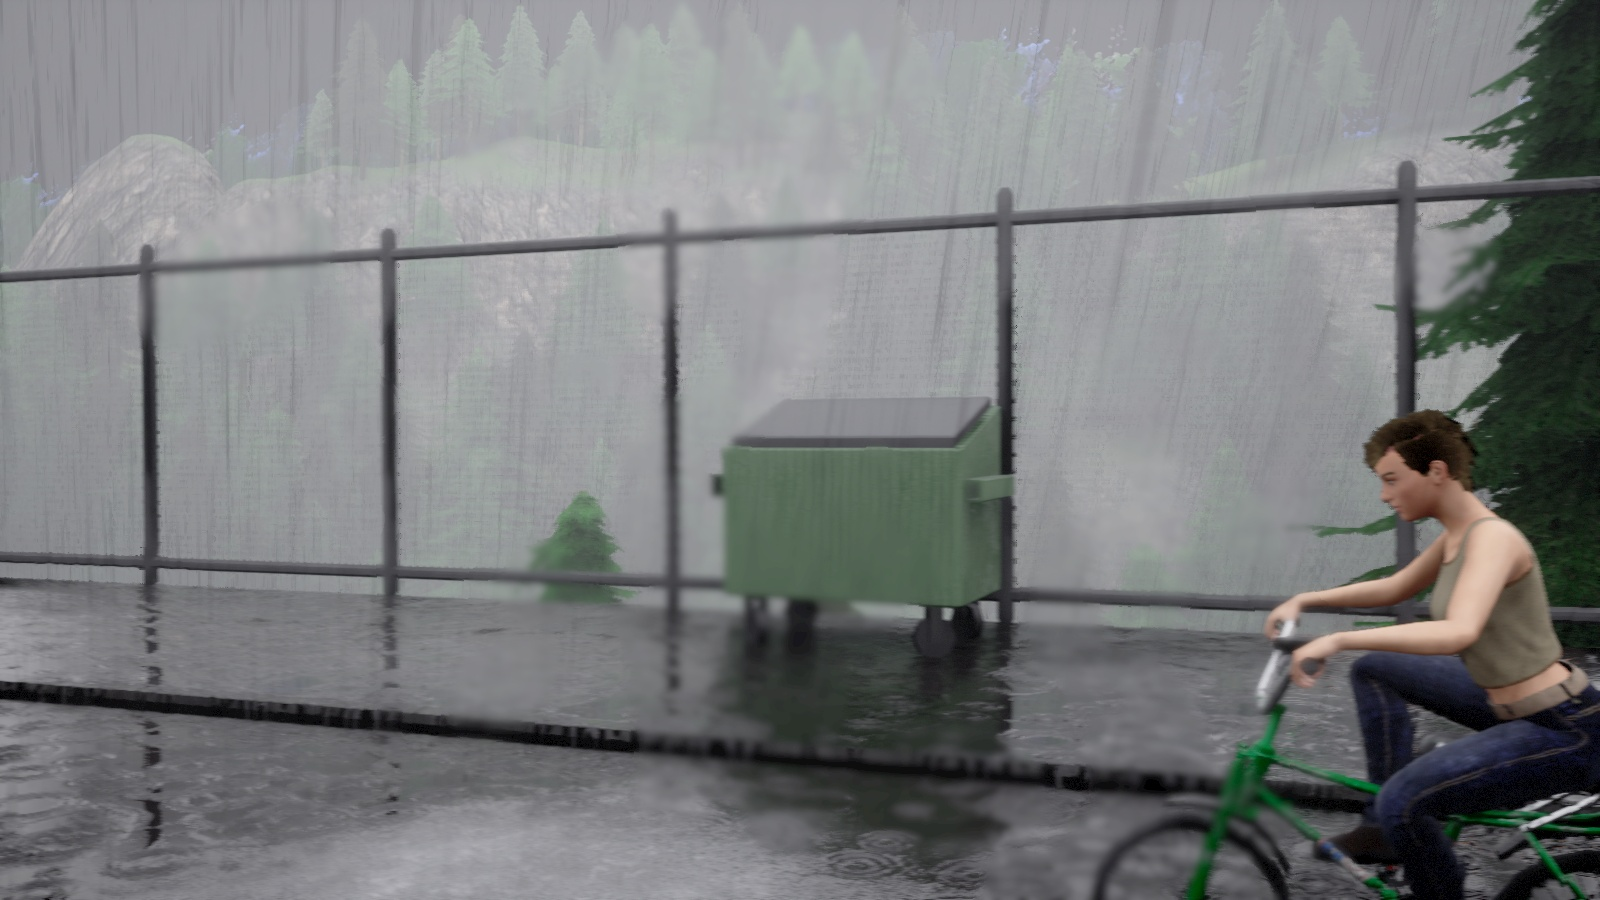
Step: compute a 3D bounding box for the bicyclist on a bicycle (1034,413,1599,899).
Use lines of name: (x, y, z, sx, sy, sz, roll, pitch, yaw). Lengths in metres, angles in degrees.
bicyclist on a bicycle: (1.427, 0.717, 3.233, 1.509, 1.612, 0.866, 0, 1, 19)
